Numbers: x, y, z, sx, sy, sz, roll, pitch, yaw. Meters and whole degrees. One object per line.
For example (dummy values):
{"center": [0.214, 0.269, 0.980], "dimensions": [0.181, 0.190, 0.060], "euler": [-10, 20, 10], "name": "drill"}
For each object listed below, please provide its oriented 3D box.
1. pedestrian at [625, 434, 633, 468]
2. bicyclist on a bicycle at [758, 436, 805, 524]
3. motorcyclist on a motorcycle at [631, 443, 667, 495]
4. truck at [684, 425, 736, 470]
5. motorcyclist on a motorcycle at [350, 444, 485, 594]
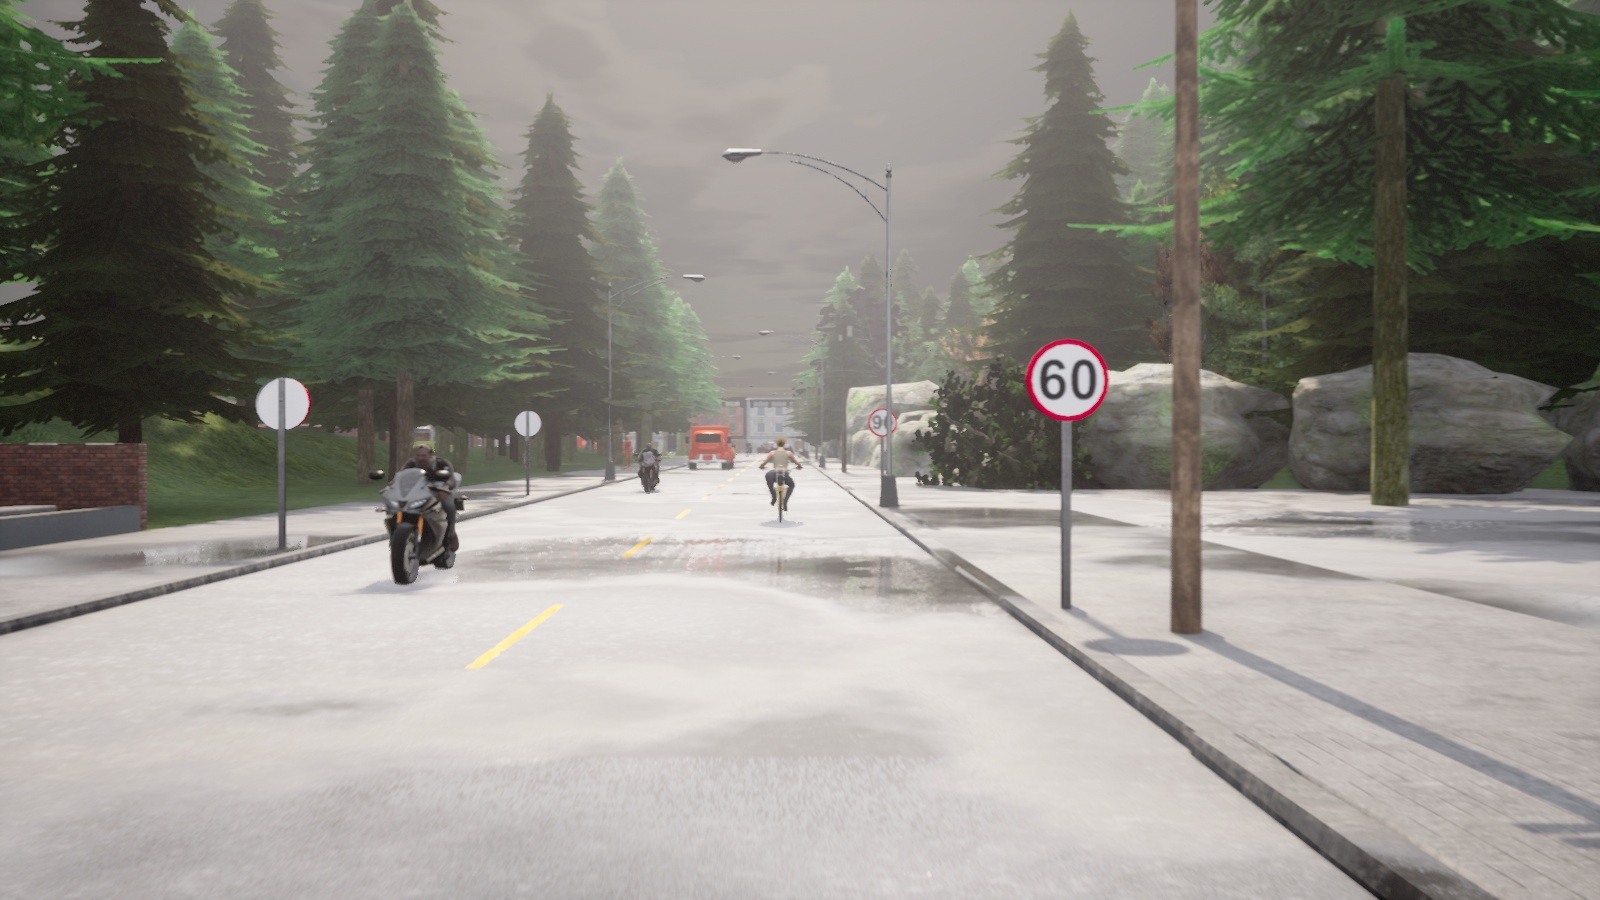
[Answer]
{"center": [-9.267, 0.068, 67.961], "dimensions": [0.345, 1.836, 0.594], "euler": [0, 0, -1], "name": "pedestrian"}
{"center": [-0.349, 0.548, 23.930], "dimensions": [0.866, 1.612, 1.509], "euler": [0, 0, -1], "name": "bicyclist on a bicycle"}
{"center": [-4.559, 0.564, 38.126], "dimensions": [0.866, 1.530, 2.191], "euler": [0, 0, -1], "name": "motorcyclist on a motorcycle"}
{"center": [-5.007, -0.138, 70.776], "dimensions": [2.627, 2.467, 5.204], "euler": [0, 0, -1], "name": "truck"}
{"center": [-4.195, 0.700, 13.964], "dimensions": [0.866, 1.530, 2.191], "euler": [0, 0, -1], "name": "motorcyclist on a motorcycle"}
